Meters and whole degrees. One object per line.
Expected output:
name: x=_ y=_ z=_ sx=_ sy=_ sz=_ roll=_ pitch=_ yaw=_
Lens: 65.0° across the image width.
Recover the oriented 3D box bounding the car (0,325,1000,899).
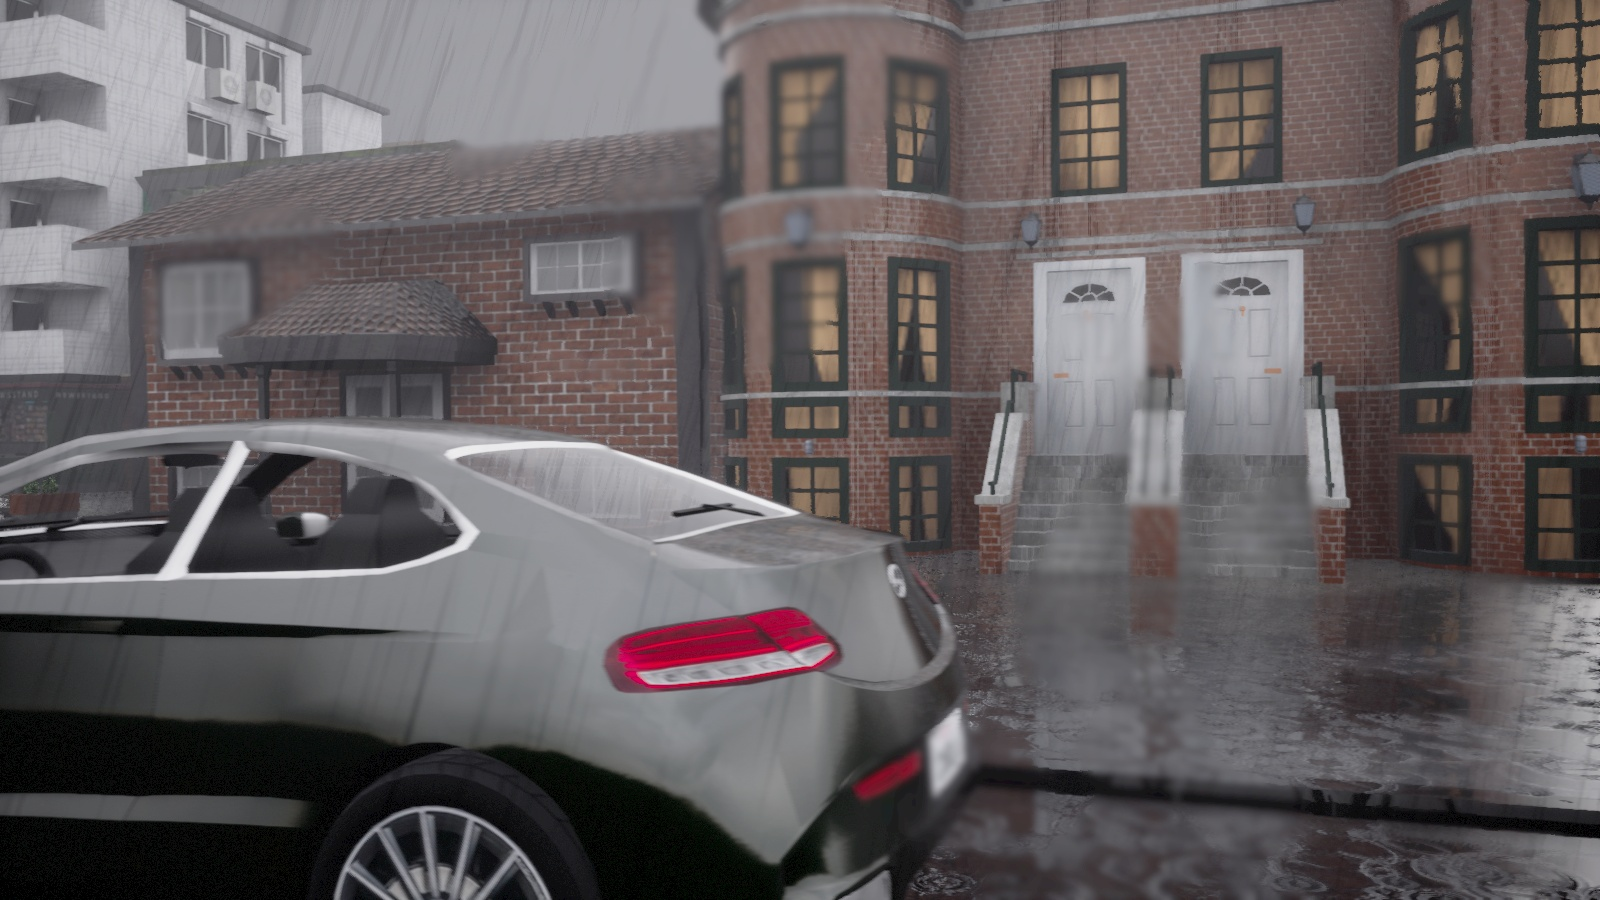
car: x=-1.994 y=0.546 z=4.388 sx=5.027 sy=1.651 sz=2.152 roll=0 pitch=1 yaw=19
